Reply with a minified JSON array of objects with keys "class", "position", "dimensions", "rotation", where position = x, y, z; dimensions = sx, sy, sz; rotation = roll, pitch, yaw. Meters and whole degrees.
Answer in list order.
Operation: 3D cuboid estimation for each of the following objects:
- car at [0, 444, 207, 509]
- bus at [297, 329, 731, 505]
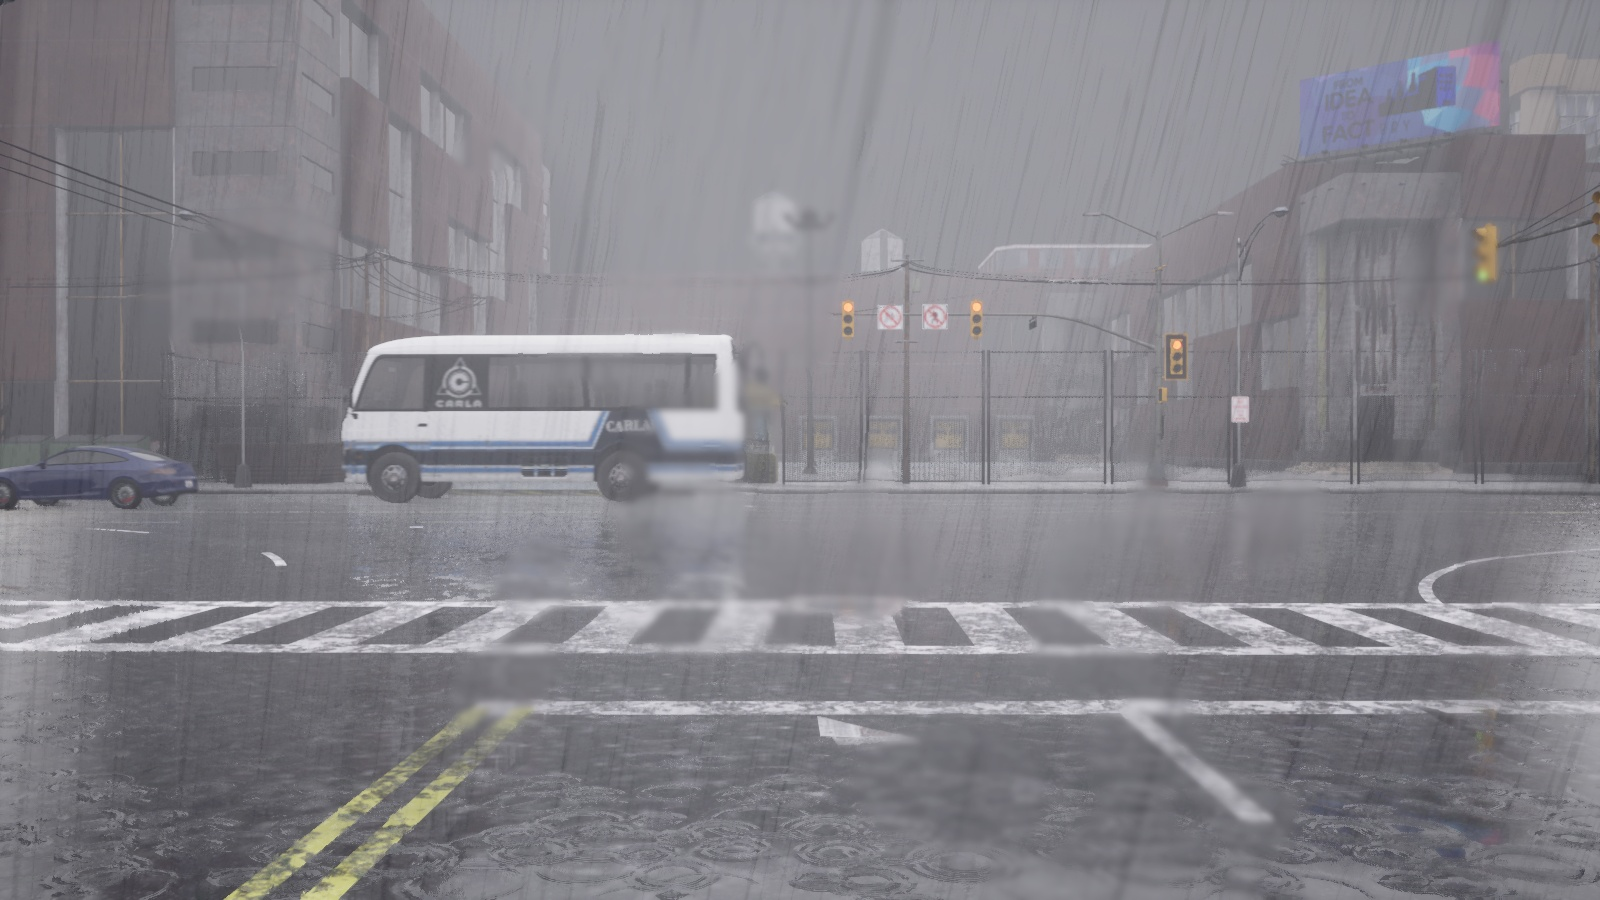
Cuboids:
[{"class":"car","position":[-16.511,0.595,29.093],"dimensions":[4.674,1.442,1.812],"rotation":[0,0,1]},{"class":"bus","position":[-7.044,-0.818,32.398],"dimensions":[10.273,4.253,3.944],"rotation":[0,0,1]}]
